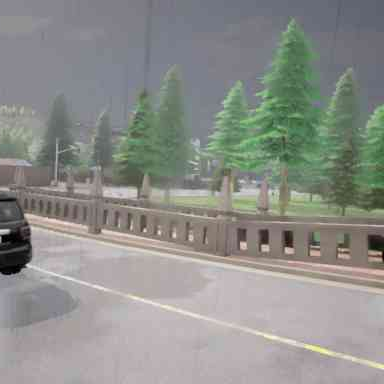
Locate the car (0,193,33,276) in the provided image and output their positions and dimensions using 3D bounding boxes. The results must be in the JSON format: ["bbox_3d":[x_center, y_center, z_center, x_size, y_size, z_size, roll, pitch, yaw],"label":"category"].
[{"bbox_3d":[-6.304,0.985,8.454,5.566,2.045,2.150,3,2,35],"label":"car"}]
